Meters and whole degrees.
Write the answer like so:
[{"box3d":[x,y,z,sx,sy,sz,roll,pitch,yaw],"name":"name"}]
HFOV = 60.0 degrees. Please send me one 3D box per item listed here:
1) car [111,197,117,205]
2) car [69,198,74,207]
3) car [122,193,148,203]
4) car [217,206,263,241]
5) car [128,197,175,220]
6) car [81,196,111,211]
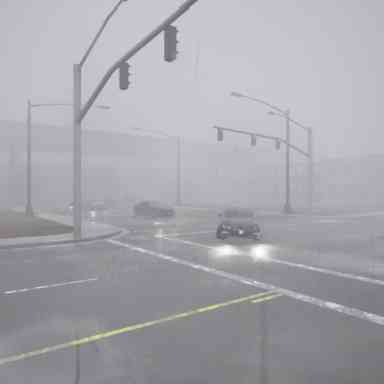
[{"box3d":[-14.949,1.526,59.828,1.812,1.442,4.674,0,0,3],"name":"car"},{"box3d":[-17.950,1.548,52.222,2.033,1.411,5.357,0,0,-12],"name":"car"},{"box3d":[-12.256,1.223,69.394,2.150,2.045,5.566,0,0,30],"name":"car"},{"box3d":[2.358,1.507,16.728,1.837,1.490,4.892,2,0,5],"name":"car"},{"box3d":[-3.347,1.477,28.929,1.882,1.535,5.008,0,0,-36],"name":"car"},{"box3d":[-11.918,1.526,40.760,1.812,1.442,4.674,0,0,-35],"name":"car"}]
